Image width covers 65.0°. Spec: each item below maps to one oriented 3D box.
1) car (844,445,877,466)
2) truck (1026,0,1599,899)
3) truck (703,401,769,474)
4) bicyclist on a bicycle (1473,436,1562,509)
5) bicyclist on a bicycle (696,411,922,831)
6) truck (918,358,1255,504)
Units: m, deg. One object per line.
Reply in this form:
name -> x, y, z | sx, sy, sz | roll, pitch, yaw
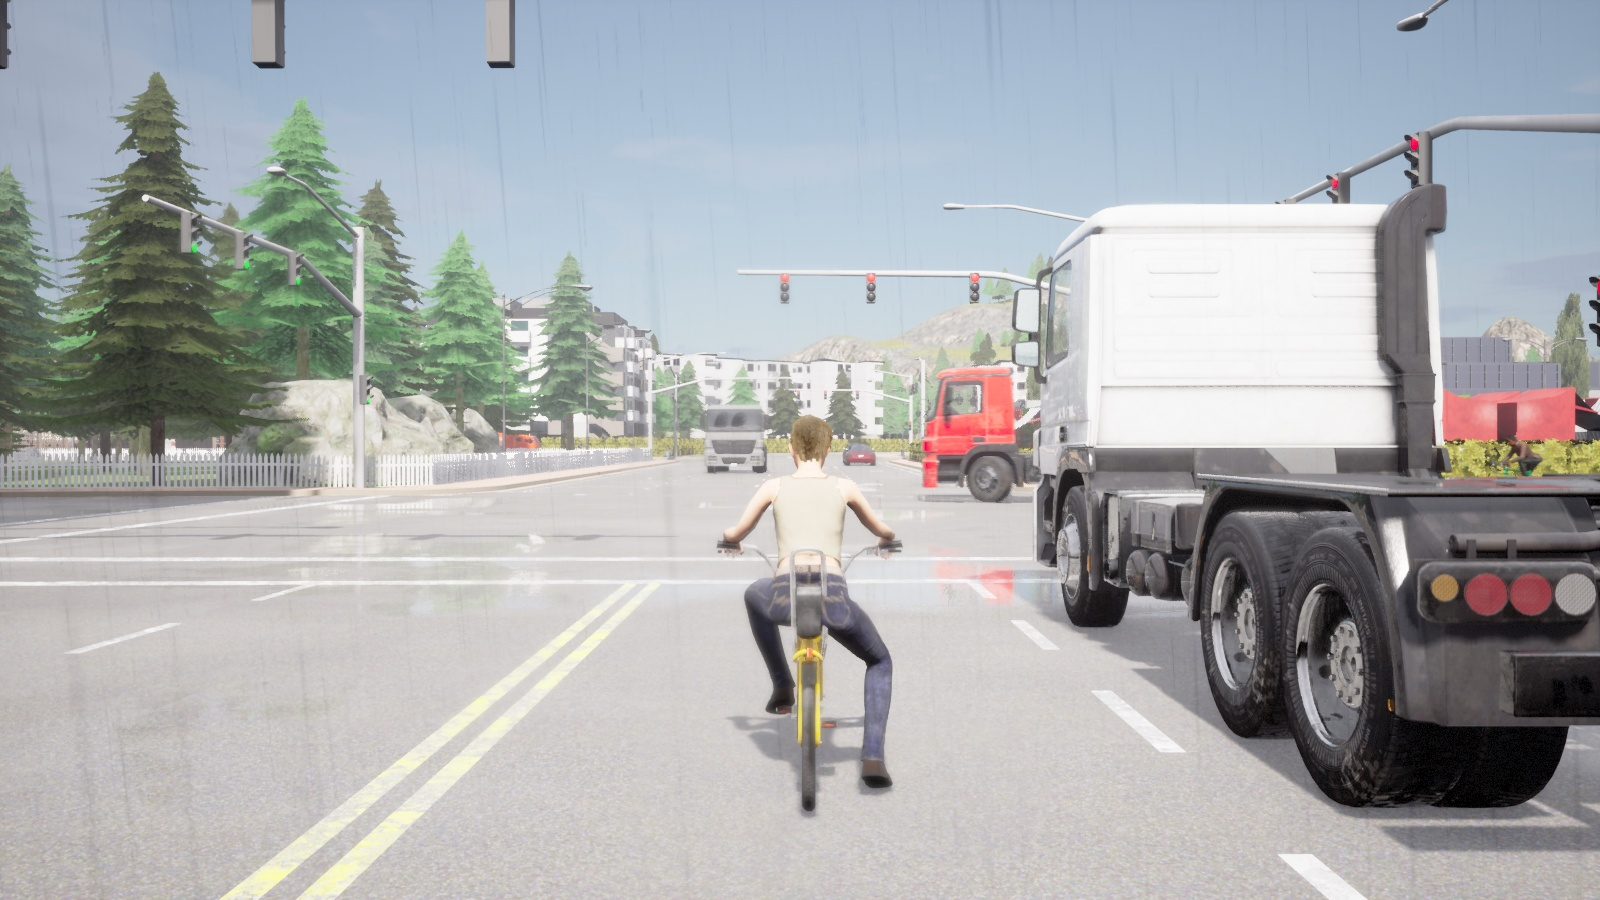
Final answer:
car -> 3.964, 0.346, 82.889 | 1.994, 1.385, 4.181 | 0, 0, 1
truck -> 3.559, -0.277, 7.884 | 2.891, 3.462, 7.936 | 0, 0, 0
truck -> -3.136, -0.597, 63.692 | 2.891, 3.462, 7.936 | 0, 0, 0
bicyclist on a bicycle -> 16.132, 0.497, 28.243 | 1.656, 1.620, 0.582 | 0, 0, 0
bicyclist on a bicycle -> 0.042, 0.652, 5.576 | 0.866, 1.612, 1.509 | 0, 0, 1
truck -> 7.044, -0.448, 31.744 | 7.936, 3.462, 2.891 | 0, 1, 8
